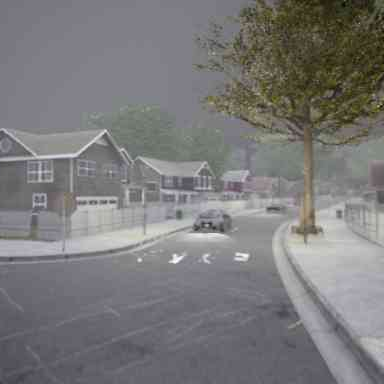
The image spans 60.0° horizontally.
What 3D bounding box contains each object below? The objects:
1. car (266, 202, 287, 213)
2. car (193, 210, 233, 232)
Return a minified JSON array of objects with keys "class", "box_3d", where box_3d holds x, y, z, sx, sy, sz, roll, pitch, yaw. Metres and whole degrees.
[{"class":"car","box_3d":[11.324,2.066,44.612,1.895,1.301,4.718,-1,-1,27]},{"class":"car","box_3d":[1.473,1.882,22.320,1.994,1.385,4.181,-1,-1,17]}]
